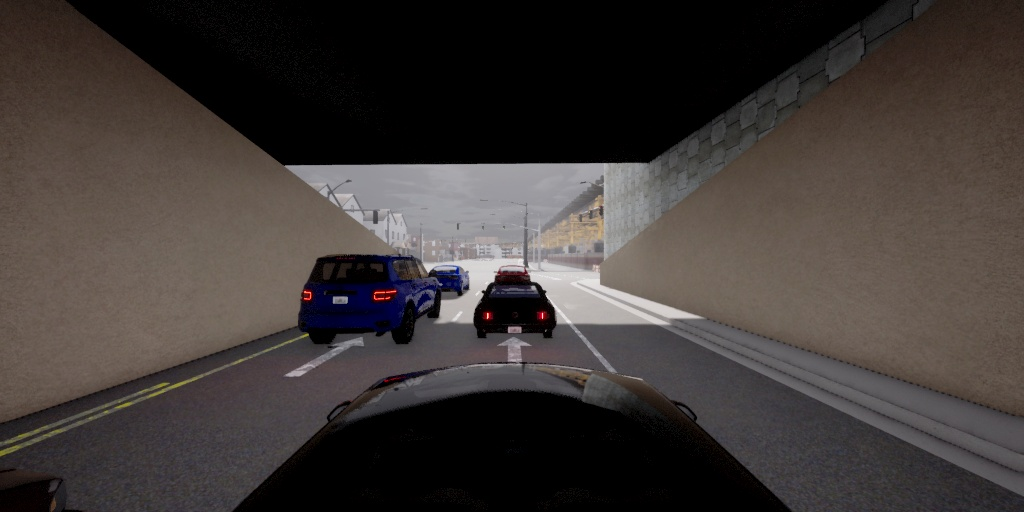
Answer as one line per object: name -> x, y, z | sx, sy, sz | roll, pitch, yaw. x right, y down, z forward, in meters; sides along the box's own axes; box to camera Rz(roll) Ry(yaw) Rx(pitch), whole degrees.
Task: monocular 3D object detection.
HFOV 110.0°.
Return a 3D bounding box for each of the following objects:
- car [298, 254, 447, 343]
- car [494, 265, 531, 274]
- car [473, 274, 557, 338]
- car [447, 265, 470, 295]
car -> -3.435, 0.971, 9.815 | 2.150, 2.045, 5.566 | 0, 0, 0
car -> 0.021, 1.228, 19.500 | 1.882, 1.535, 5.008 | 0, 0, 0
car -> 0.061, 1.351, 10.163 | 1.895, 1.301, 4.718 | 0, 0, 0
car -> -3.480, 1.228, 19.752 | 1.882, 1.535, 5.008 | 0, 0, 0
